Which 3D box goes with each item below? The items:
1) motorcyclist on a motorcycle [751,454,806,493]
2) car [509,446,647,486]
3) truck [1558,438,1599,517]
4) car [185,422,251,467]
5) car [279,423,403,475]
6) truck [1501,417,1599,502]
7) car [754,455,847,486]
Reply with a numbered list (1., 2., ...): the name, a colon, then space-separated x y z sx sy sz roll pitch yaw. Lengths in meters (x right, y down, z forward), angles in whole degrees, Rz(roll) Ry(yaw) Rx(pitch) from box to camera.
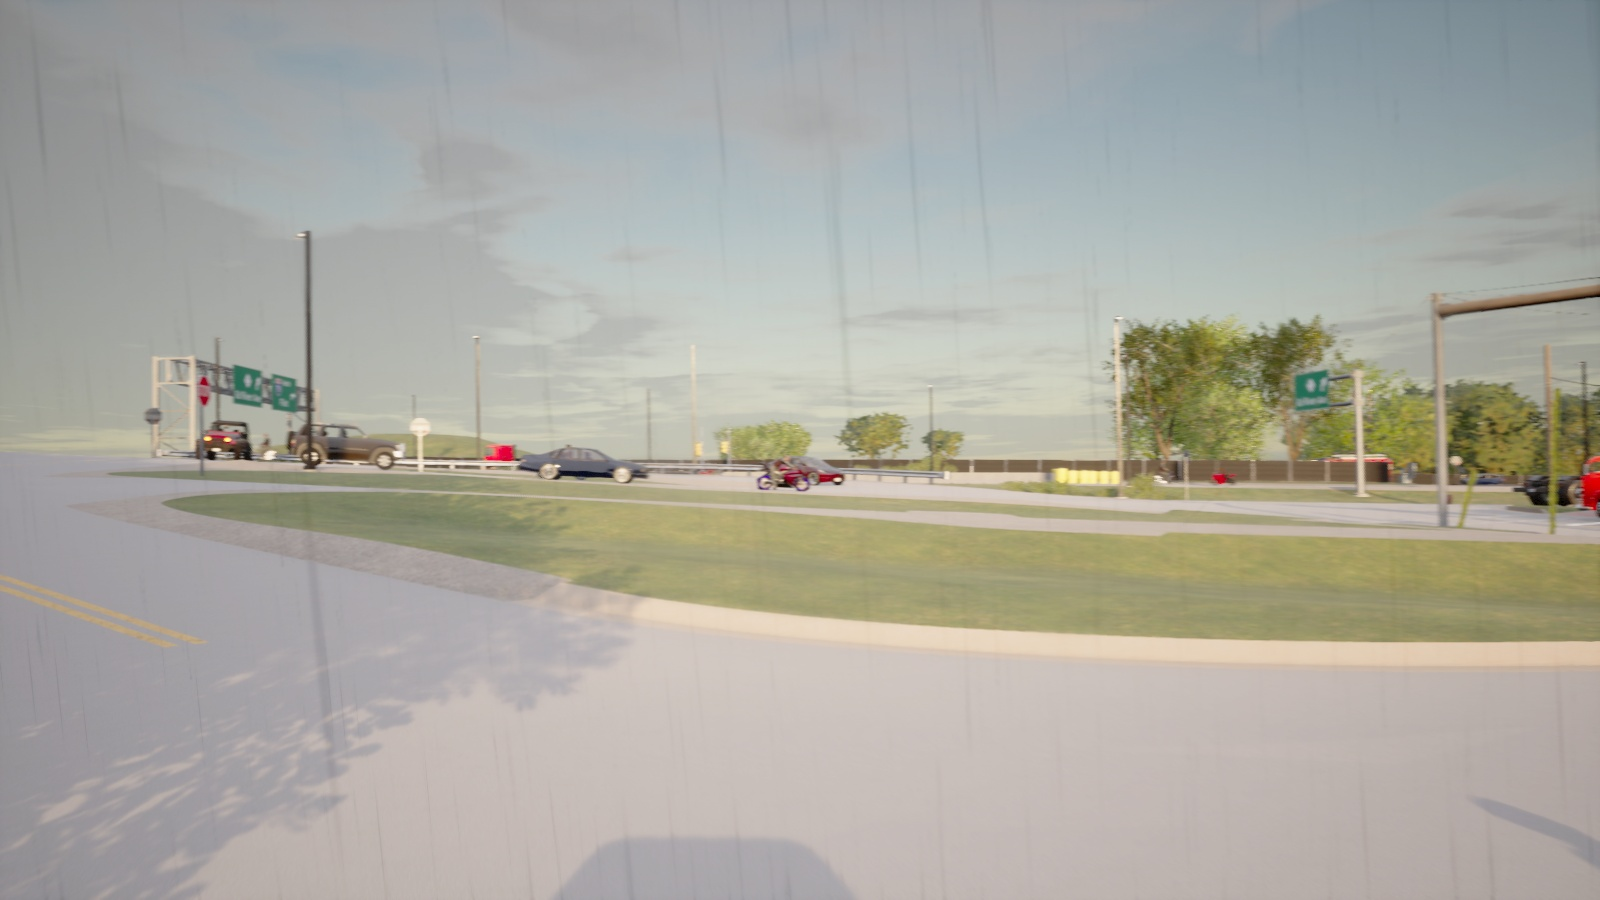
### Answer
1. motorcyclist on a motorcycle: -0.905 0.997 52.511 2.191 1.530 0.866 2 -2 -2
2. car: -9.172 0.683 52.157 5.357 1.411 2.033 3 -2 -2
3. truck: 26.979 0.862 39.030 2.627 2.467 5.204 -1 0 -28
4. car: -26.575 -0.224 57.454 1.905 1.878 3.866 3 -2 -13
5. car: -18.784 -0.023 51.569 4.605 1.855 1.932 3 -2 -18
6. truck: 34.311 0.443 53.017 7.936 3.462 2.891 0 -2 -4
7. car: -0.010 1.058 66.052 2.163 1.488 4.792 0 1 -44
